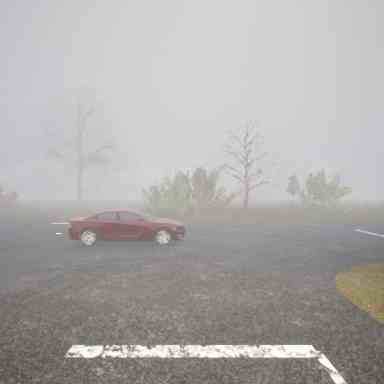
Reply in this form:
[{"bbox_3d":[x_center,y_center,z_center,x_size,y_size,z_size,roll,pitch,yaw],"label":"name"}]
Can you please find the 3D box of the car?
[{"bbox_3d":[-2.814,1.477,14.617,5.008,1.535,1.882,0,0,-1],"label":"car"}]
